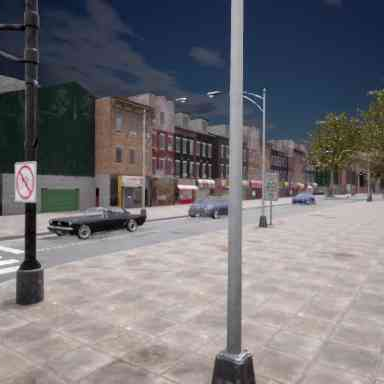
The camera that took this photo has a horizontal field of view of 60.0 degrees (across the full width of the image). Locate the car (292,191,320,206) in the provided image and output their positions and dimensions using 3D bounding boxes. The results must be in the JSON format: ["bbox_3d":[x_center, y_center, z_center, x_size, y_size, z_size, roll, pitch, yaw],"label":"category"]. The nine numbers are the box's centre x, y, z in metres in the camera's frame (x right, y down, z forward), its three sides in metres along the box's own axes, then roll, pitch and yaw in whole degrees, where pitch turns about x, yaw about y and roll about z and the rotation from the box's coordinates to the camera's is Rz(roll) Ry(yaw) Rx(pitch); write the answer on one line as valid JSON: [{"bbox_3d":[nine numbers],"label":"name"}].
[{"bbox_3d":[14.328,0.882,42.507,1.882,1.535,5.008,1,1,36],"label":"car"}]

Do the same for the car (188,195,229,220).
[{"bbox_3d":[1.678,1.021,24.898,2.097,1.767,4.553,1,1,36],"label":"car"}]

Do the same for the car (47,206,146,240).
[{"bbox_3d":[-4.503,1.408,16.245,1.895,1.301,4.718,1,1,35],"label":"car"}]
